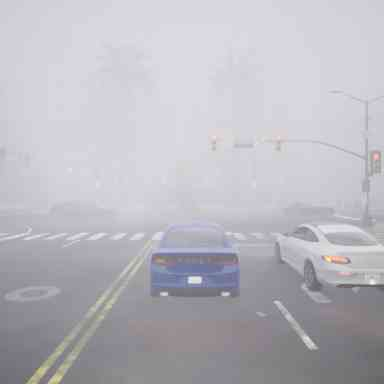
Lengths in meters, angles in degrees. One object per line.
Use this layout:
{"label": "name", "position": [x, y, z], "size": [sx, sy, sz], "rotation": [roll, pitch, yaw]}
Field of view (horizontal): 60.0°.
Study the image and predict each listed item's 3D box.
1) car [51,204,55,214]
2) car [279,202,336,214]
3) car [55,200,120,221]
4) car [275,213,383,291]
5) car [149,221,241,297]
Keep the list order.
{"label": "car", "position": [-10.314, 1.505, 30.411], "size": [4.892, 1.490, 1.837], "rotation": [0, 0, 0]}
{"label": "car", "position": [10.497, 1.601, 30.404], "size": [4.718, 1.301, 1.895], "rotation": [0, 0, 0]}
{"label": "car", "position": [-8.182, 1.525, 26.911], "size": [4.674, 1.442, 1.812], "rotation": [0, 0, 0]}
{"label": "car", "position": [3.566, 1.526, 8.878], "size": [1.812, 1.442, 4.674], "rotation": [0, 0, 0]}
{"label": "car", "position": [0.065, 1.478, 8.628], "size": [1.882, 1.535, 5.008], "rotation": [0, 0, 0]}
